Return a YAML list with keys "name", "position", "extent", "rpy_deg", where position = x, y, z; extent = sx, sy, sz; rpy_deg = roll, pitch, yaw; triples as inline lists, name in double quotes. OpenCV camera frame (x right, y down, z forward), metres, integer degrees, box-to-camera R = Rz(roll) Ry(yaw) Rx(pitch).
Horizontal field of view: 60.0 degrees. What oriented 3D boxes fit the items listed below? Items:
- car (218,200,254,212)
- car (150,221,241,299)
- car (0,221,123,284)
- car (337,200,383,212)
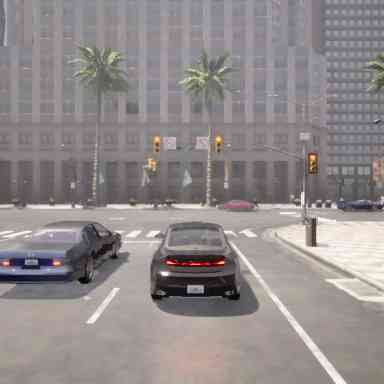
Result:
- name: "car"
  position: [5.087, 1.564, 38.538]
  extent: [4.181, 1.385, 1.994]
  rpy_deg: [0, 0, 0]
- name: "car"
  position: [0.076, 1.505, 8.424]
  extent: [1.837, 1.490, 4.892]
  rpy_deg: [0, 0, 0]
- name: "car"
  position: [-3.421, 1.547, 9.618]
  extent: [2.033, 1.411, 5.357]
  rpy_deg: [0, 0, 0]
- name: "car"
  position: [19.371, 1.601, 38.496]
  extent: [4.718, 1.301, 1.895]
  rpy_deg: [0, 0, 0]
